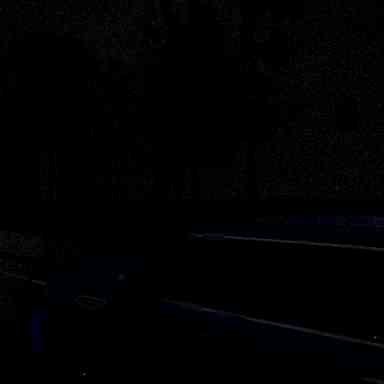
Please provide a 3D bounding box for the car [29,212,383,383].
[{"bbox_3d":[0.776,1.222,3.132,5.566,2.045,2.150,0,0,35],"label":"car"}]
